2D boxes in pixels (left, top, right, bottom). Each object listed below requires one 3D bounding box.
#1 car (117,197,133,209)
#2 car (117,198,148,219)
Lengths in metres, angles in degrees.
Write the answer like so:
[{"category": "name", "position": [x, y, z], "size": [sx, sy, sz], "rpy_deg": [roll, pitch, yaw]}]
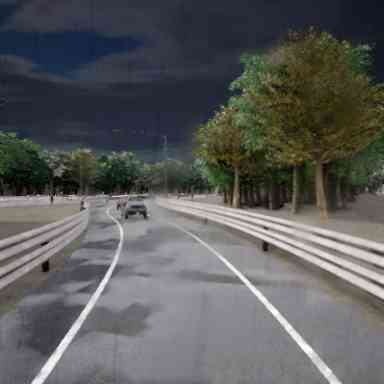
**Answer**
[{"category": "car", "position": [-8.612, 1.400, 43.027], "size": [1.895, 1.301, 4.718], "rpy_deg": [0, 1, -9]}, {"category": "car", "position": [-5.037, 1.436, 28.663], "size": [1.837, 1.490, 4.892], "rpy_deg": [0, 0, -18]}]
